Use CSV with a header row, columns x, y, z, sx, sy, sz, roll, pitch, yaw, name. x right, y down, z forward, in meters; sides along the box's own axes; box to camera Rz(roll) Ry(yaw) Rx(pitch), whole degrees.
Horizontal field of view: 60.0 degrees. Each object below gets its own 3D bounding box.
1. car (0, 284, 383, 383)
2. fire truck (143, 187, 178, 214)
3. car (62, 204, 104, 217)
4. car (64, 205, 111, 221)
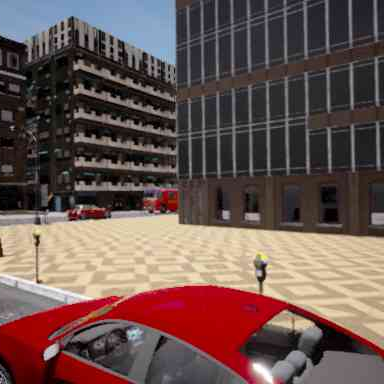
x,y,z,sx,sy,sz,roll,pitch,yaw,name
-0.151,1.559,2.989,4.507,1.381,1.887,-1,-1,35,car
-3.674,1.248,50.716,2.891,3.827,8.468,-1,-2,35,fire truck
-13.446,2.278,41.358,1.752,1.417,4.829,-2,-2,35,car
-9.777,1.961,32.109,1.967,1.590,4.097,-2,-2,35,car
